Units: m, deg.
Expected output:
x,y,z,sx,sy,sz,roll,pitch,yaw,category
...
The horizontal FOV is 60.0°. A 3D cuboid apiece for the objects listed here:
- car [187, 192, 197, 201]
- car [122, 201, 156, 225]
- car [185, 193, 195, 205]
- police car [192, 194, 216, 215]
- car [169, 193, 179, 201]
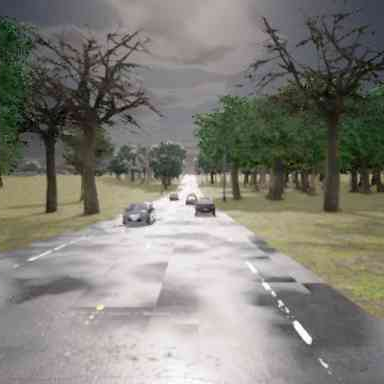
x,y,z,sx,sy,sz,roll,pitch,yaw,category
-0.010,0.897,67.226,1.882,1.535,5.008,0,1,0,car
-3.601,1.420,23.269,2.128,1.511,4.902,0,0,0,car
-0.004,1.277,51.802,1.994,1.385,4.181,0,1,0,car
1.220,1.326,32.124,1.930,1.638,5.238,0,0,0,police car
-3.518,0.949,65.320,1.882,1.535,5.008,0,1,0,car
